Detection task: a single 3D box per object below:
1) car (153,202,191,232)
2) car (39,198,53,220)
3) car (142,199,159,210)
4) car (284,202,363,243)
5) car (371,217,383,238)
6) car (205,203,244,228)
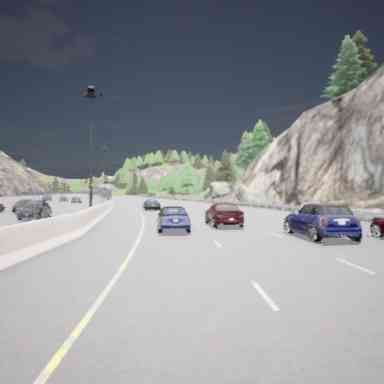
[{"bbox_3d":[-1.149,1.551,19.944,2.033,1.411,5.357,0,0,-7],"label":"car"},{"bbox_3d":[-13.133,1.535,28.024,1.837,1.490,4.892,0,0,-10],"label":"car"},{"bbox_3d":[-5.162,1.577,42.266,1.994,1.385,4.181,0,0,-13],"label":"car"},{"bbox_3d":[6.203,1.339,16.286,2.097,1.767,4.553,0,0,-5],"label":"car"},{"bbox_3d":[9.895,1.456,14.430,1.882,1.535,5.008,0,0,-4],"label":"car"},{"bbox_3d":[2.060,1.474,22.230,1.882,1.535,5.008,0,0,-7],"label":"car"}]
